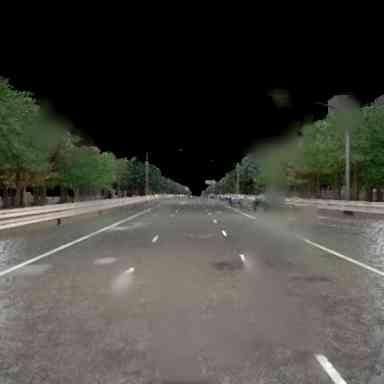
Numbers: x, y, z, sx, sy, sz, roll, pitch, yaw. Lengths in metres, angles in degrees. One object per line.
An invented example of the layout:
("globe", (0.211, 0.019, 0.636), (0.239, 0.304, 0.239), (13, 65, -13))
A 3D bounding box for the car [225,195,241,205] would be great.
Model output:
("car", (6.972, 1.424, 55.026), (1.812, 1.442, 4.674), (0, 0, 0))

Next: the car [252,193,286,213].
("car", (8.290, 1.156, 36.097), (2.150, 2.045, 5.566), (0, 0, -8))

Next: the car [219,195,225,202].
("car", (7.021, 1.396, 74.361), (1.812, 1.442, 4.674), (0, 0, 0))
